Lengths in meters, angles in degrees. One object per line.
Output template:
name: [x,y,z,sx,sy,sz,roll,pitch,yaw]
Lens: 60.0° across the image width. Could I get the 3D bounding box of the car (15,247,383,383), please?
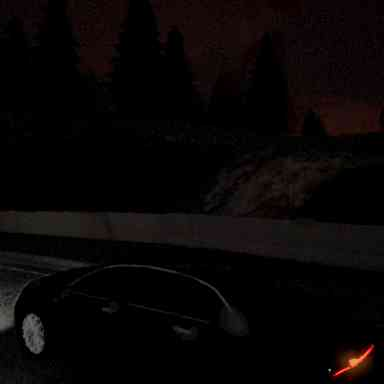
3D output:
car: [-0.339,1.476,4.224,4.892,1.490,1.837,0,0,35]
